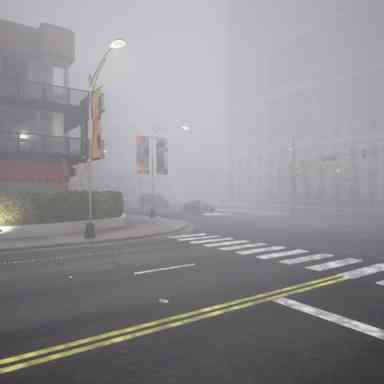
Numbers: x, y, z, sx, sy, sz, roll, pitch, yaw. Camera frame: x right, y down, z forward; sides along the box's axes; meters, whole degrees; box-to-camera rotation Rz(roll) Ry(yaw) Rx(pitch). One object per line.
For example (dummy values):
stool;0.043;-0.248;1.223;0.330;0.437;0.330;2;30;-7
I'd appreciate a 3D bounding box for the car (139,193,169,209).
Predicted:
car;-5.262;1.217;45.308;2.150;2.045;5.566;0;0;-35

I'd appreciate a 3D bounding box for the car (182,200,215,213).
car;0.678;1.559;36.675;1.994;1.385;4.181;0;0;-35
